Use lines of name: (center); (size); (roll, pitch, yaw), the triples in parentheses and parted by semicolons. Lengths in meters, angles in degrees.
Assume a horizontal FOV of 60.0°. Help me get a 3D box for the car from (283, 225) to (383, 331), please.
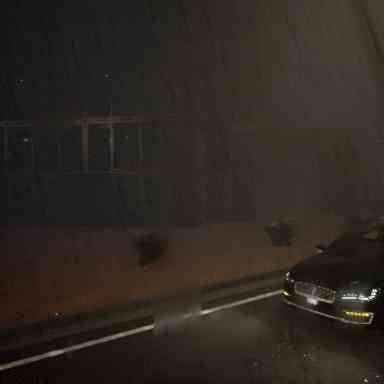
car: (3.919, 1.488, 6.784); (4.892, 1.490, 1.837); (-1, 0, -35)
